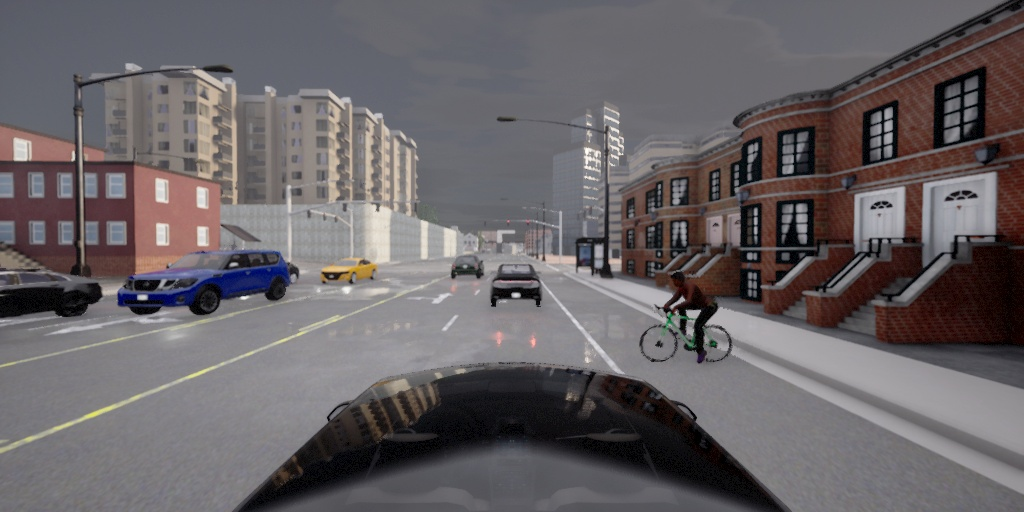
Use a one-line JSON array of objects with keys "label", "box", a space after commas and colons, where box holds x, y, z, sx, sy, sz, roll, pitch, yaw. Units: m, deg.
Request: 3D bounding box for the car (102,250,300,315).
[{"label": "car", "box": [-10.539, 0.786, 13.011, 2.150, 2.045, 5.566, 0, 1, 1]}]

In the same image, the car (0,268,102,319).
[{"label": "car", "box": [-14.062, 1.110, 9.409, 2.128, 1.511, 4.902, 0, 1, 0]}]

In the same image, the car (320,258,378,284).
[{"label": "car", "box": [-10.444, 0.883, 23.314, 1.882, 1.535, 5.008, 0, 1, 1]}]

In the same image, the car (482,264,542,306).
[{"label": "car", "box": [0.158, 1.044, 14.339, 2.128, 1.511, 4.902, 0, 1, 0]}]

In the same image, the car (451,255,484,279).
[{"label": "car", "box": [-3.276, 0.704, 27.123, 2.097, 1.767, 4.553, 0, 1, 0]}]

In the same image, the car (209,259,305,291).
[{"label": "car", "box": [-13.983, 0.957, 20.113, 1.837, 1.490, 4.892, 0, 1, 0]}]

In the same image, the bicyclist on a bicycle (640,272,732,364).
[{"label": "bicyclist on a bicycle", "box": [3.116, 1.110, 6.406, 1.656, 1.620, 0.582, 0, 1, 0]}]
